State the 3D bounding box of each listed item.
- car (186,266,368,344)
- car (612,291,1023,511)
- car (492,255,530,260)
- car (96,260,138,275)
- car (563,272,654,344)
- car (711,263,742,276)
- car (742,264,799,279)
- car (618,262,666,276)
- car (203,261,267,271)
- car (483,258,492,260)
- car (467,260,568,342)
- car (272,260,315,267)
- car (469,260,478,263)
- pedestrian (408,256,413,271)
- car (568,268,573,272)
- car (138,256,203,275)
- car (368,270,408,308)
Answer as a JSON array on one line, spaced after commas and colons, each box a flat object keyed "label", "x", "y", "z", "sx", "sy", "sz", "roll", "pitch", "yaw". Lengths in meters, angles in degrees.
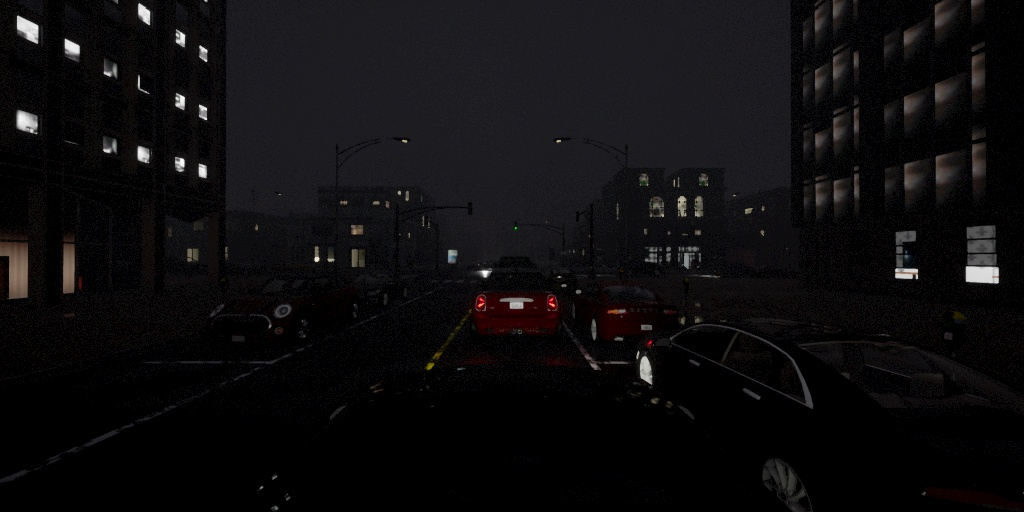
[{"label": "car", "x": -5.685, "y": 1.190, "z": 9.433, "sx": 1.967, "sy": 1.591, "sz": 4.097, "roll": 0, "pitch": 0, "yaw": 0}, {"label": "car", "x": 2.692, "y": 1.301, "z": 3.718, "sx": 2.007, "sy": 1.370, "sz": 4.403, "roll": 0, "pitch": 0, "yaw": 0}, {"label": "car", "x": 0.128, "y": 0.975, "z": 20.728, "sx": 2.150, "sy": 2.045, "sz": 5.566, "roll": 0, "pitch": 0, "yaw": -1}, {"label": "car", "x": -36.465, "y": 1.130, "z": 33.396, "sx": 4.403, "sy": 1.370, "sz": 2.007, "roll": 0, "pitch": 0, "yaw": 1}, {"label": "car", "x": 2.696, "y": 1.296, "z": 9.409, "sx": 1.888, "sy": 1.381, "sz": 4.507, "roll": 0, "pitch": 0, "yaw": 0}, {"label": "car", "x": 23.659, "y": 1.446, "z": 38.213, "sx": 4.181, "sy": 1.385, "sz": 1.994, "roll": 0, "pitch": 0, "yaw": 2}, {"label": "car", "x": 23.665, "y": 1.433, "z": 32.391, "sx": 4.207, "sy": 1.307, "sz": 1.802, "roll": 0, "pitch": 0, "yaw": 1}, {"label": "car", "x": 13.813, "y": 1.339, "z": 38.372, "sx": 4.892, "sy": 1.490, "sz": 1.837, "roll": 0, "pitch": 0, "yaw": 1}, {"label": "car", "x": -25.392, "y": 1.177, "z": 33.218, "sx": 4.403, "sy": 1.370, "sz": 2.007, "roll": 0, "pitch": 0, "yaw": 1}, {"label": "car", "x": -3.036, "y": 1.357, "z": 52.057, "sx": 1.895, "sy": 1.301, "sz": 4.718, "roll": 0, "pitch": 0, "yaw": 0}, {"label": "car", "x": 0.105, "y": 1.103, "z": 9.971, "sx": 2.097, "sy": 1.767, "sz": 4.553, "roll": 0, "pitch": 0, "yaw": 0}, {"label": "car", "x": -25.425, "y": 1.197, "z": 41.600, "sx": 4.829, "sy": 1.417, "sz": 1.751, "roll": 0, "pitch": 0, "yaw": 1}, {"label": "car", "x": -5.652, "y": 1.338, "z": 53.203, "sx": 1.802, "sy": 1.307, "sz": 4.207, "roll": 0, "pitch": 0, "yaw": 0}, {"label": "pedestrian", "x": -12.520, "y": 0.884, "z": 44.342, "sx": 0.375, "sy": 1.860, "sz": 0.375, "roll": 0, "pitch": -1, "yaw": 1}, {"label": "car", "x": 2.704, "y": 1.302, "z": 20.794, "sx": 2.007, "sy": 1.370, "sz": 4.403, "roll": 0, "pitch": 0, "yaw": 0}, {"label": "car", "x": -30.928, "y": 0.917, "z": 33.307, "sx": 5.009, "sy": 1.841, "sz": 2.192, "roll": 0, "pitch": 0, "yaw": 1}, {"label": "car", "x": -5.681, "y": 1.302, "z": 15.125, "sx": 2.007, "sy": 1.370, "sz": 4.403, "roll": 0, "pitch": 0, "yaw": 0}]
